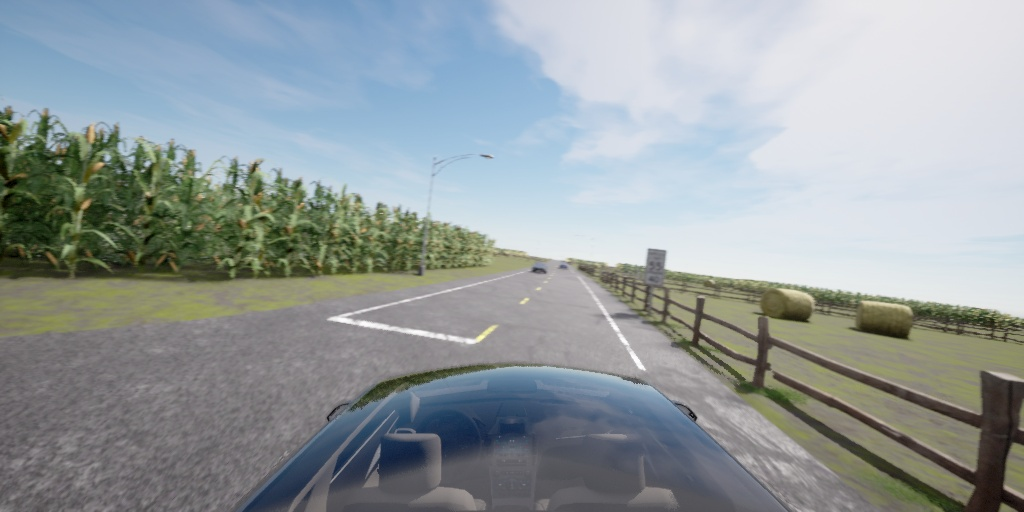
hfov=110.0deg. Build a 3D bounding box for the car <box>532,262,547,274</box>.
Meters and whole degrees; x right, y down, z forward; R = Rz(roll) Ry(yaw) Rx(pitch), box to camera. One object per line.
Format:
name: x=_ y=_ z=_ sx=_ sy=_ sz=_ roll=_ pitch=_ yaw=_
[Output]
car: x=3.738 y=1.537 z=47.875 sx=2.033 sy=1.411 sz=5.357 roll=7 pitch=0 yaw=8
